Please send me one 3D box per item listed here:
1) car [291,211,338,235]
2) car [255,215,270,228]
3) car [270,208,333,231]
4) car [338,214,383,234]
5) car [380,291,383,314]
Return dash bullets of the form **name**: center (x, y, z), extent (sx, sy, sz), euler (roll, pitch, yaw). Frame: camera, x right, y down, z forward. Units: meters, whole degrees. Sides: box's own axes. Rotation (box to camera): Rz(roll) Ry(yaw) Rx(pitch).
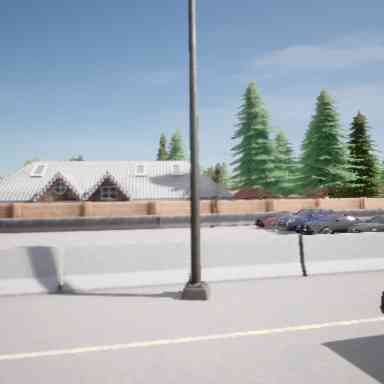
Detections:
- **car**: center (8.673, 2.054, 20.413), extent (4.181, 1.385, 1.994), euler (0, -2, -16)
- **car**: center (7.340, 2.289, 27.308), extent (4.181, 1.385, 1.994), euler (0, -2, -16)
- **car**: center (8.425, 1.956, 23.997), extent (4.553, 1.767, 2.097), euler (0, -2, -16)
- **car**: center (10.417, 1.868, 17.268), extent (4.892, 1.490, 1.837), euler (0, -2, -16)
- **car**: center (5.376, 1.667, 4.811), extent (4.718, 1.301, 1.895), euler (-1, -2, -13)
